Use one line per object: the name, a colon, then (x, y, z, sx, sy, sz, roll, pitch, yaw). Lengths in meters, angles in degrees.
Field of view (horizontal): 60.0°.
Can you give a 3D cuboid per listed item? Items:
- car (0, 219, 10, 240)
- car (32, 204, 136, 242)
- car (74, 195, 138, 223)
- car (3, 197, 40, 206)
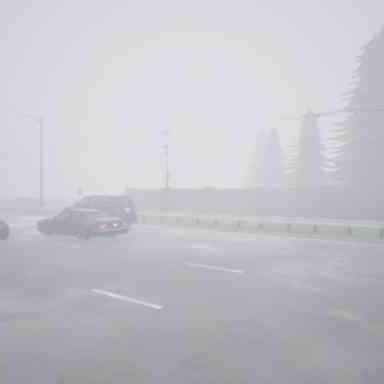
car: (-10.513, 1.557, 15.787, 4.181, 1.385, 1.994, 0, 0, 35)
car: (-5.534, 1.542, 16.536, 5.357, 1.411, 2.033, 0, 0, 35)
car: (-5.931, 1.214, 21.117, 5.566, 2.045, 2.150, 0, 0, 35)
car: (-24.433, 1.486, 47.754, 4.892, 1.490, 1.837, 0, 1, -14)
